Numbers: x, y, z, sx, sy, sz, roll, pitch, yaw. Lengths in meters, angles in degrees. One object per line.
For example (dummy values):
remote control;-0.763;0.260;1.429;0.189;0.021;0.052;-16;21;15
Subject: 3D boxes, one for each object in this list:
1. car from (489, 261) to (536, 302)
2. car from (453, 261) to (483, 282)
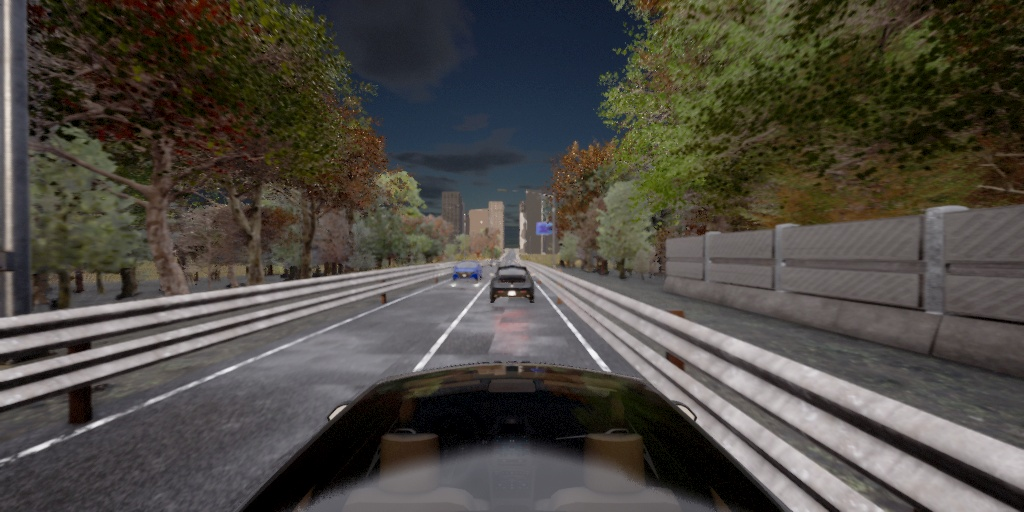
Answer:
car;0.021;1.157;16.125;1.837;1.490;4.892;0;1;1
car;-3.353;1.109;27.769;1.882;1.535;5.008;0;0;0
